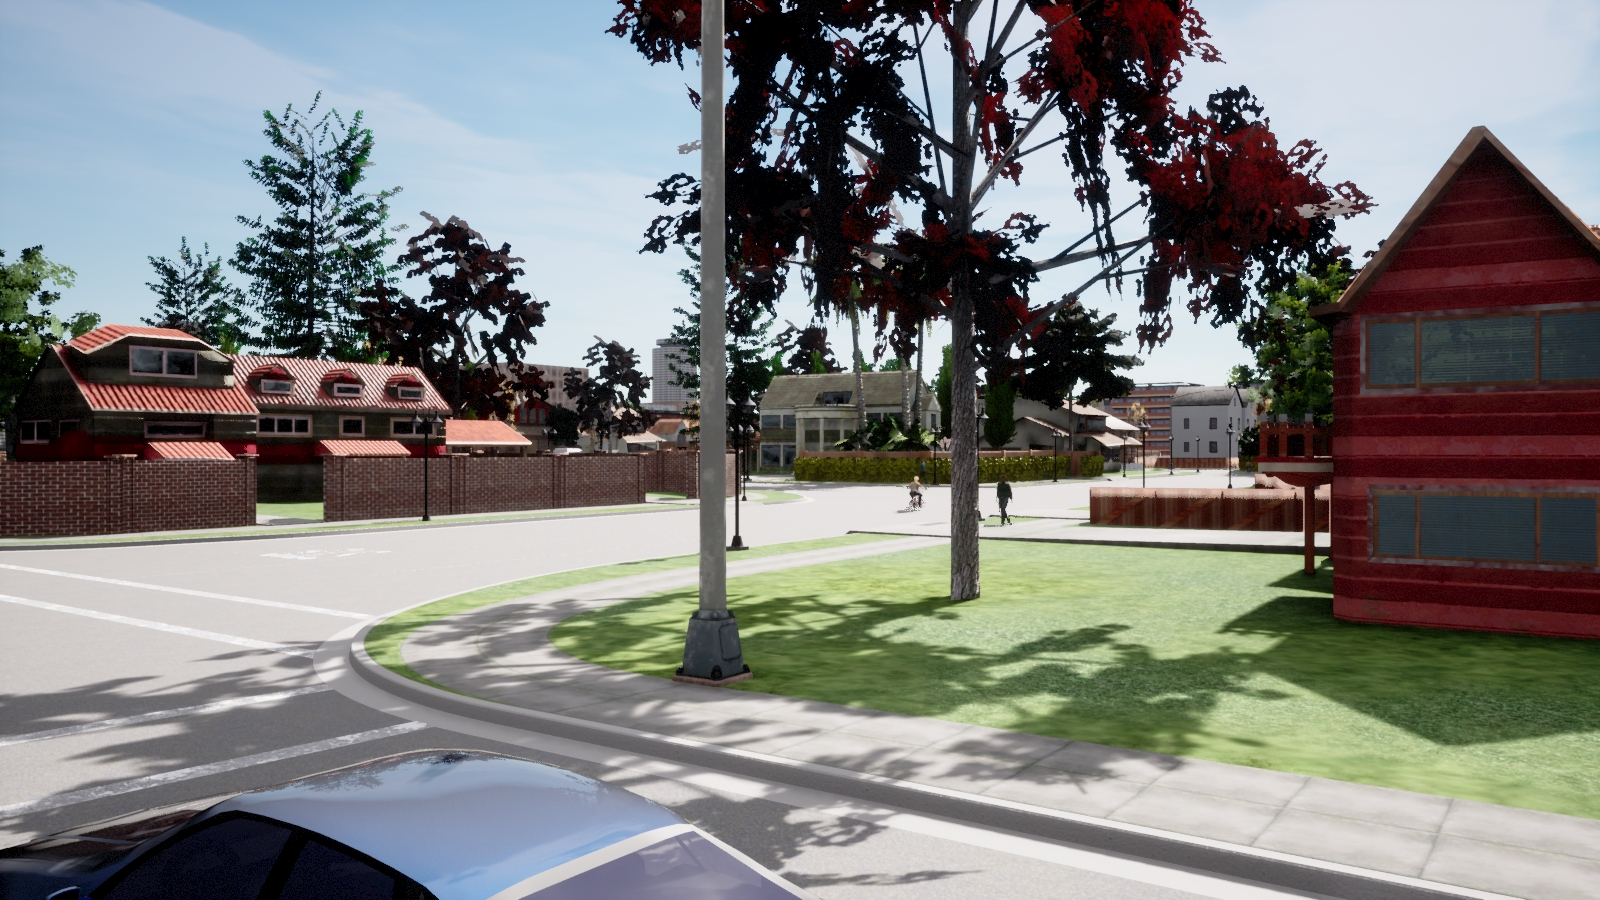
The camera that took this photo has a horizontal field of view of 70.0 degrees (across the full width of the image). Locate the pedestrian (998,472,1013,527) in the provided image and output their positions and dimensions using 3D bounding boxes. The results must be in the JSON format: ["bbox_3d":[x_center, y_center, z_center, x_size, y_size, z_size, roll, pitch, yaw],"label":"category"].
[{"bbox_3d":[7.074,1.704,39.362,0.375,1.860,0.375,0,0,35],"label":"pedestrian"}]

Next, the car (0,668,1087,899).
[{"bbox_3d":[-1.713,2.106,4.943,5.357,1.411,2.033,0,0,36],"label":"car"}]

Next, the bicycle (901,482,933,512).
[{"bbox_3d":[5.345,2.145,52.202,0.859,1.301,1.487,0,0,32],"label":"bicycle"}]
